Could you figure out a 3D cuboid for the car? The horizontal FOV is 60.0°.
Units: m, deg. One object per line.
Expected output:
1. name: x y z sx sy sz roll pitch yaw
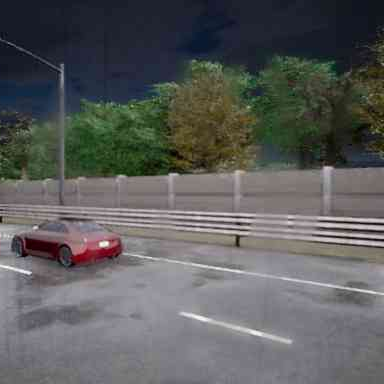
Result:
1. car: -4.331 1.568 11.378 4.181 1.385 1.994 0 0 36
